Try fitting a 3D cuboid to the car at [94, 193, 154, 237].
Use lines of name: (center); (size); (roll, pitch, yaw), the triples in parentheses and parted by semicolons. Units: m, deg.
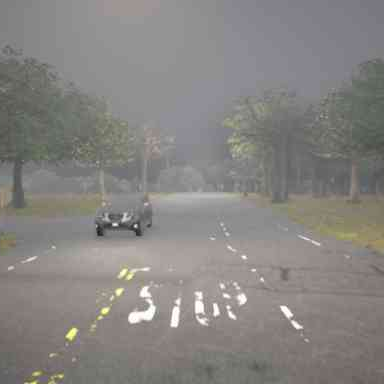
car: (-3.395, 1.090, 17.691); (2.150, 2.045, 5.566); (0, 0, 1)
